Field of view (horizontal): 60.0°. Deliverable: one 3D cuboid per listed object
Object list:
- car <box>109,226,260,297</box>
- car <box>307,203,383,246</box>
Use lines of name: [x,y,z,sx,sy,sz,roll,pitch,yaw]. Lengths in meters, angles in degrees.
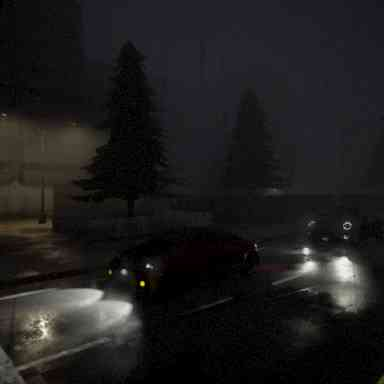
car: [-0.053,1.642,8.931,4.181,1.385,1.994,0,-1,-41]
car: [7.281,1.412,15.645,4.553,1.767,2.097,0,-1,-43]
